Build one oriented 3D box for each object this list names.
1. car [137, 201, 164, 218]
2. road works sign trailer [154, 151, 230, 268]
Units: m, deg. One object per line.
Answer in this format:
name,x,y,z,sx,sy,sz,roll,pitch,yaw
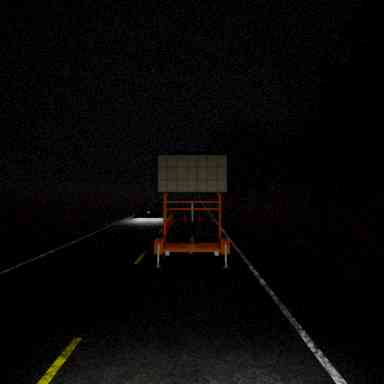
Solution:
car,-3.490,1.438,28.741,1.994,1.385,4.181,0,0,0
road works sign trailer,0.015,0.444,11.194,2.380,3.560,2.880,0,0,1
